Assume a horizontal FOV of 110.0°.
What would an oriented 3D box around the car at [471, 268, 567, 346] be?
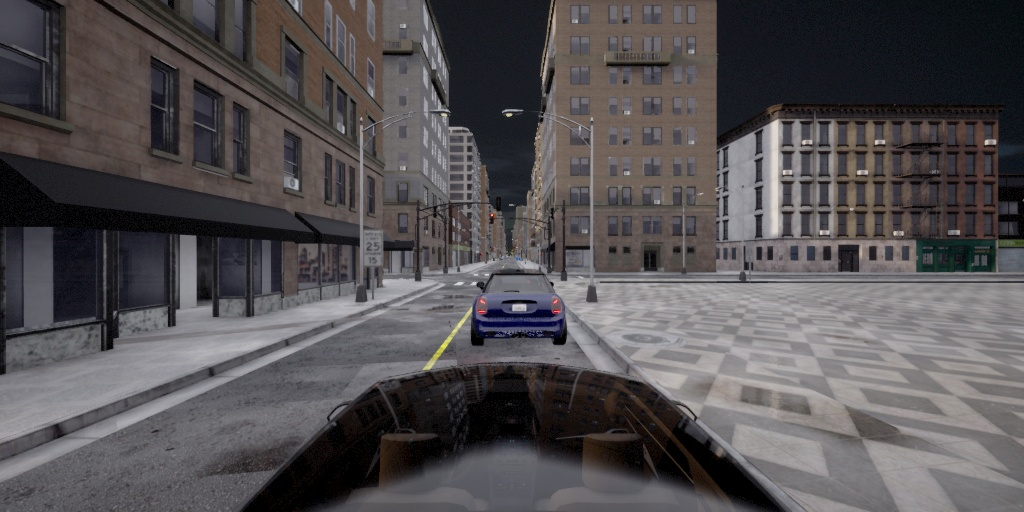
[{"bbox_3d":[0.101,1.102,9.622,2.097,1.767,4.553,0,0,-1],"label":"car"}]
